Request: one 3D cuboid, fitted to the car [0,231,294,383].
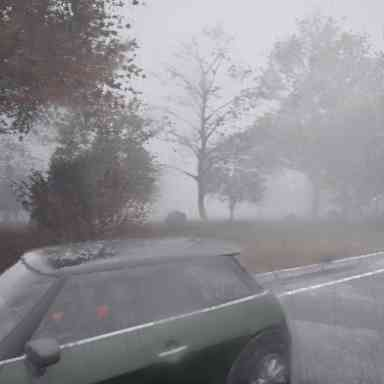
[{"bbox_3d":[-1.154,1.332,3.198,4.553,1.767,2.097,1,0,-34],"label":"car"}]
